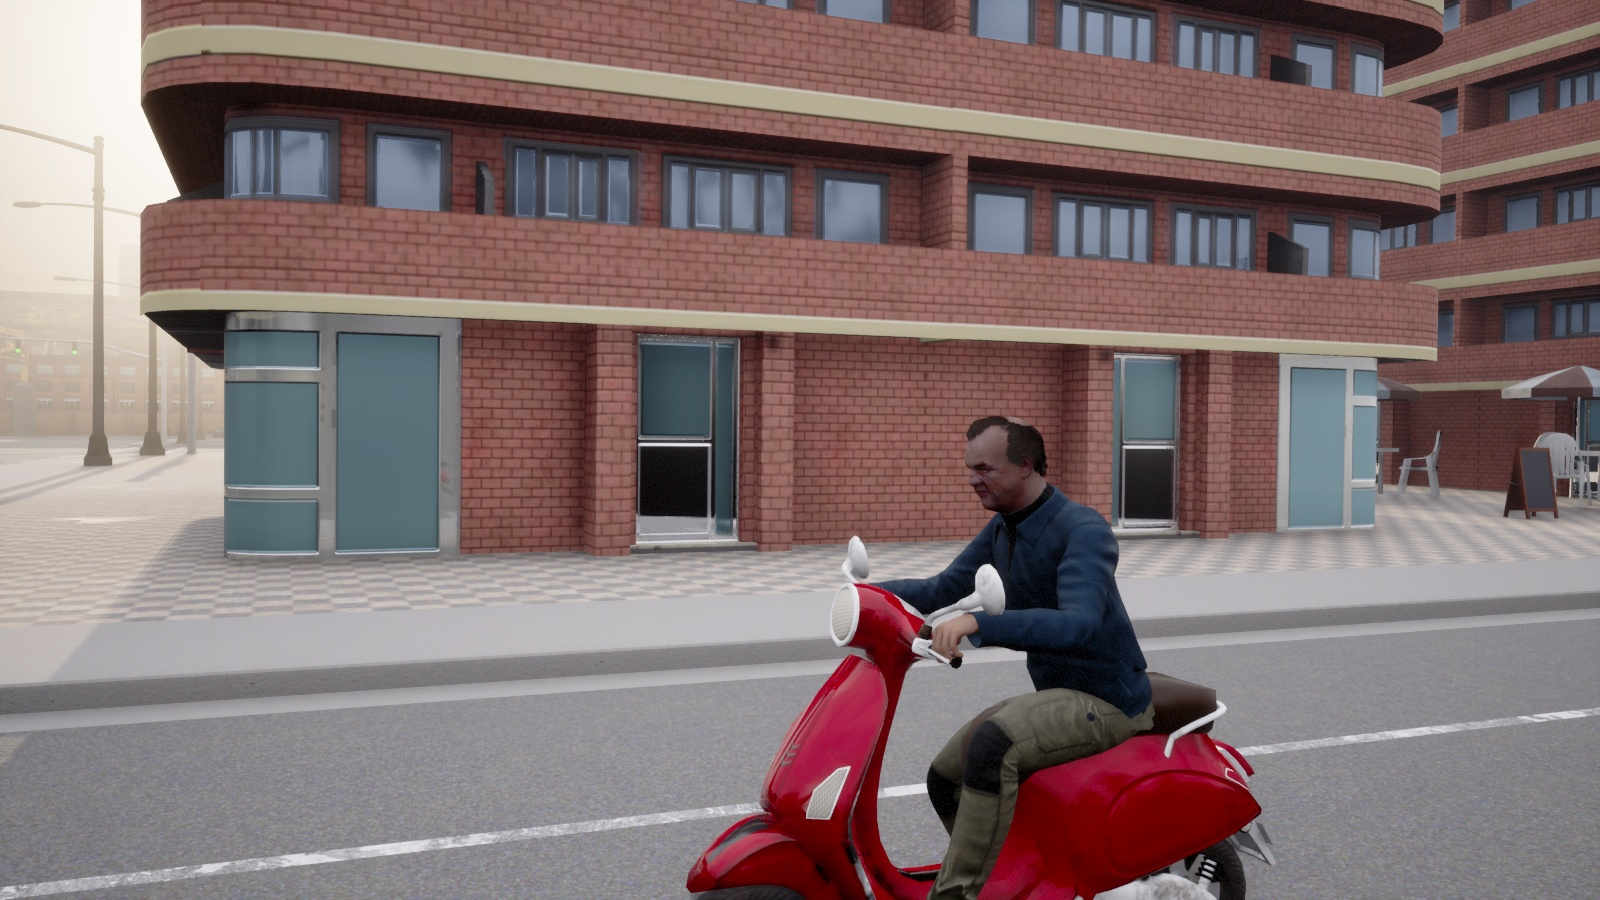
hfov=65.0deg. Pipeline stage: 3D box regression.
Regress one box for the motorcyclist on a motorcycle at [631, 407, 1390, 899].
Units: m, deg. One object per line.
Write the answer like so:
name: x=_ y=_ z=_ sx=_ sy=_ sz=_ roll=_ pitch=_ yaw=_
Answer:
motorcyclist on a motorcycle: x=0.546 y=0.691 z=3.382 sx=1.817 sy=1.590 sz=0.866 roll=-1 pitch=1 yaw=-21
